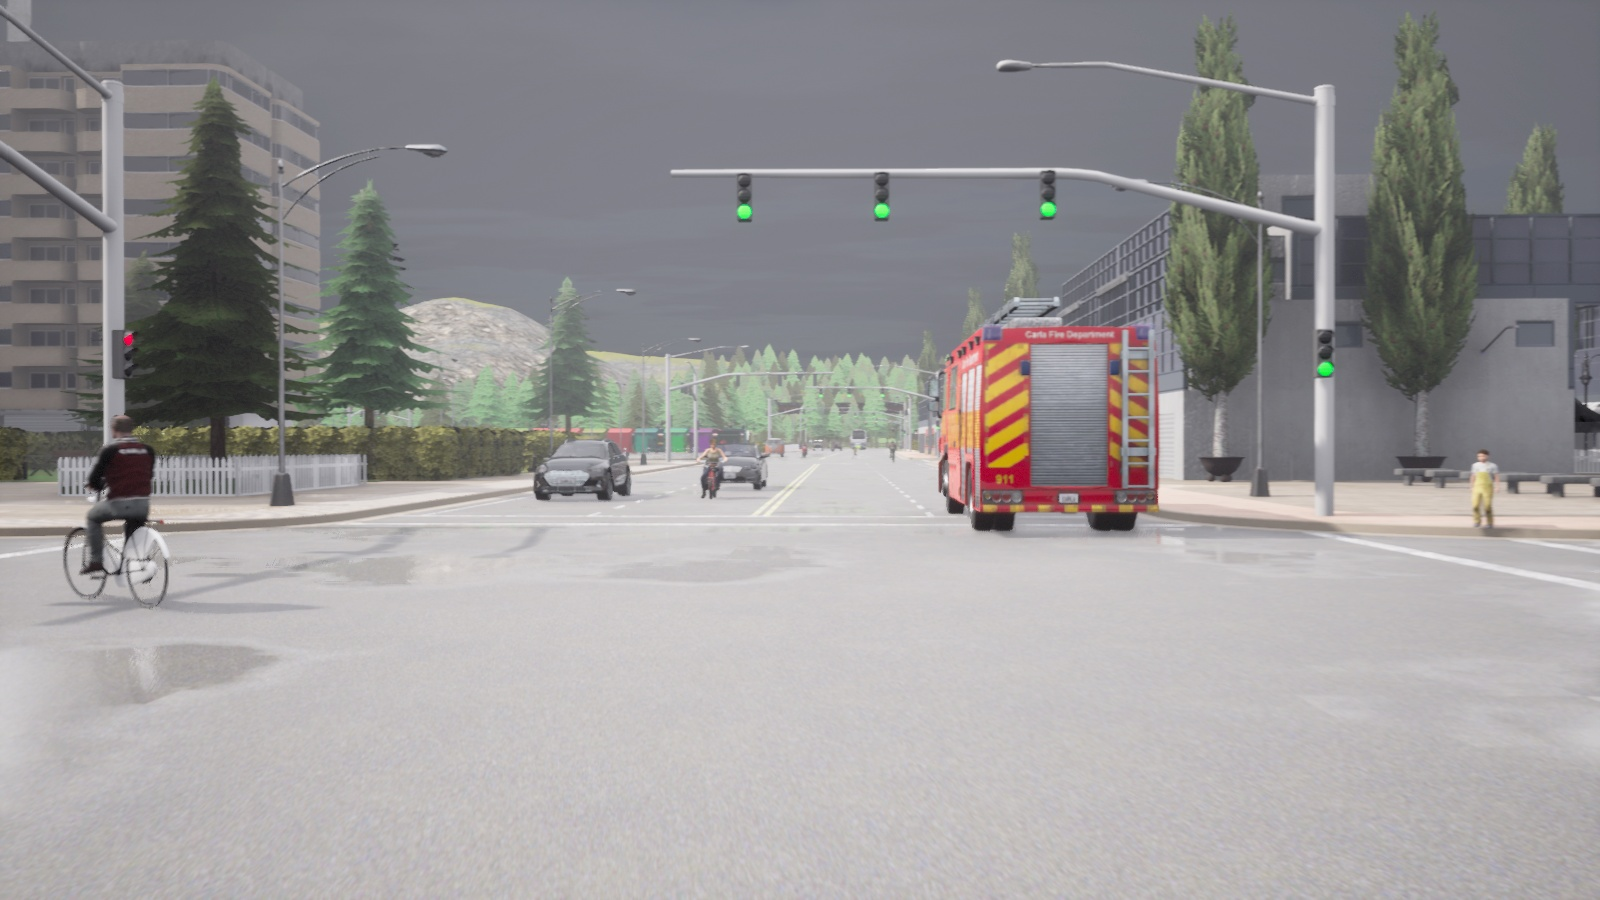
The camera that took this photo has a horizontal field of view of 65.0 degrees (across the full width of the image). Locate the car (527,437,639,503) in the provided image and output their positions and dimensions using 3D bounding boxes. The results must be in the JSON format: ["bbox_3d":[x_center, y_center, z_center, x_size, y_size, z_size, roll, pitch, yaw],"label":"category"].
[{"bbox_3d":[-5.753,0.487,33.895,2.033,1.649,4.856,0,0,2],"label":"car"}]

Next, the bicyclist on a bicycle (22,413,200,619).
[{"bbox_3d":[-6.378,0.553,11.598,1.843,1.776,0.659,0,2,35],"label":"bicyclist on a bicycle"}]

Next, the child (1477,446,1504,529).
[{"bbox_3d":[10.740,0.573,19.526,0.270,1.263,0.437,0,0,43],"label":"child"}]

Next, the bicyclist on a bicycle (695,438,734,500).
[{"bbox_3d":[-2.264,0.496,33.368,0.866,1.612,1.509,0,0,2],"label":"bicyclist on a bicycle"}]

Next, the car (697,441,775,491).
[{"bbox_3d":[-2.012,0.472,40.860,2.128,1.511,4.902,0,0,2],"label":"car"}]

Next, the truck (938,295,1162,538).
[{"bbox_3d":[4.417,-0.555,24.109,2.891,3.827,8.468,0,0,2],"label":"truck"}]
